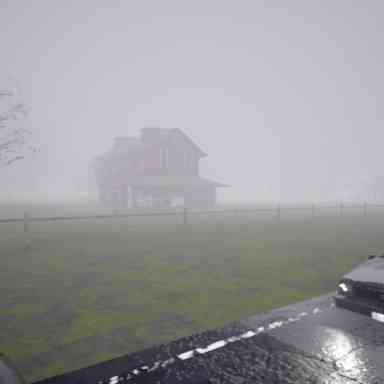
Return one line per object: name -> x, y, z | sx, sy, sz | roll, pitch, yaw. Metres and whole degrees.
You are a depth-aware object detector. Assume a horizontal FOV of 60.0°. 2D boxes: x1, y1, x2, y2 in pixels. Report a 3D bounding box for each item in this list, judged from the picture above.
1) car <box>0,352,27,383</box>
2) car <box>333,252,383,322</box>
car -> -3.074, 1.540, 0.642 | 5.357, 1.411, 2.033 | 0, 0, -39
car -> 5.116, 1.573, 6.727 | 5.357, 1.411, 2.033 | 0, 0, -36
